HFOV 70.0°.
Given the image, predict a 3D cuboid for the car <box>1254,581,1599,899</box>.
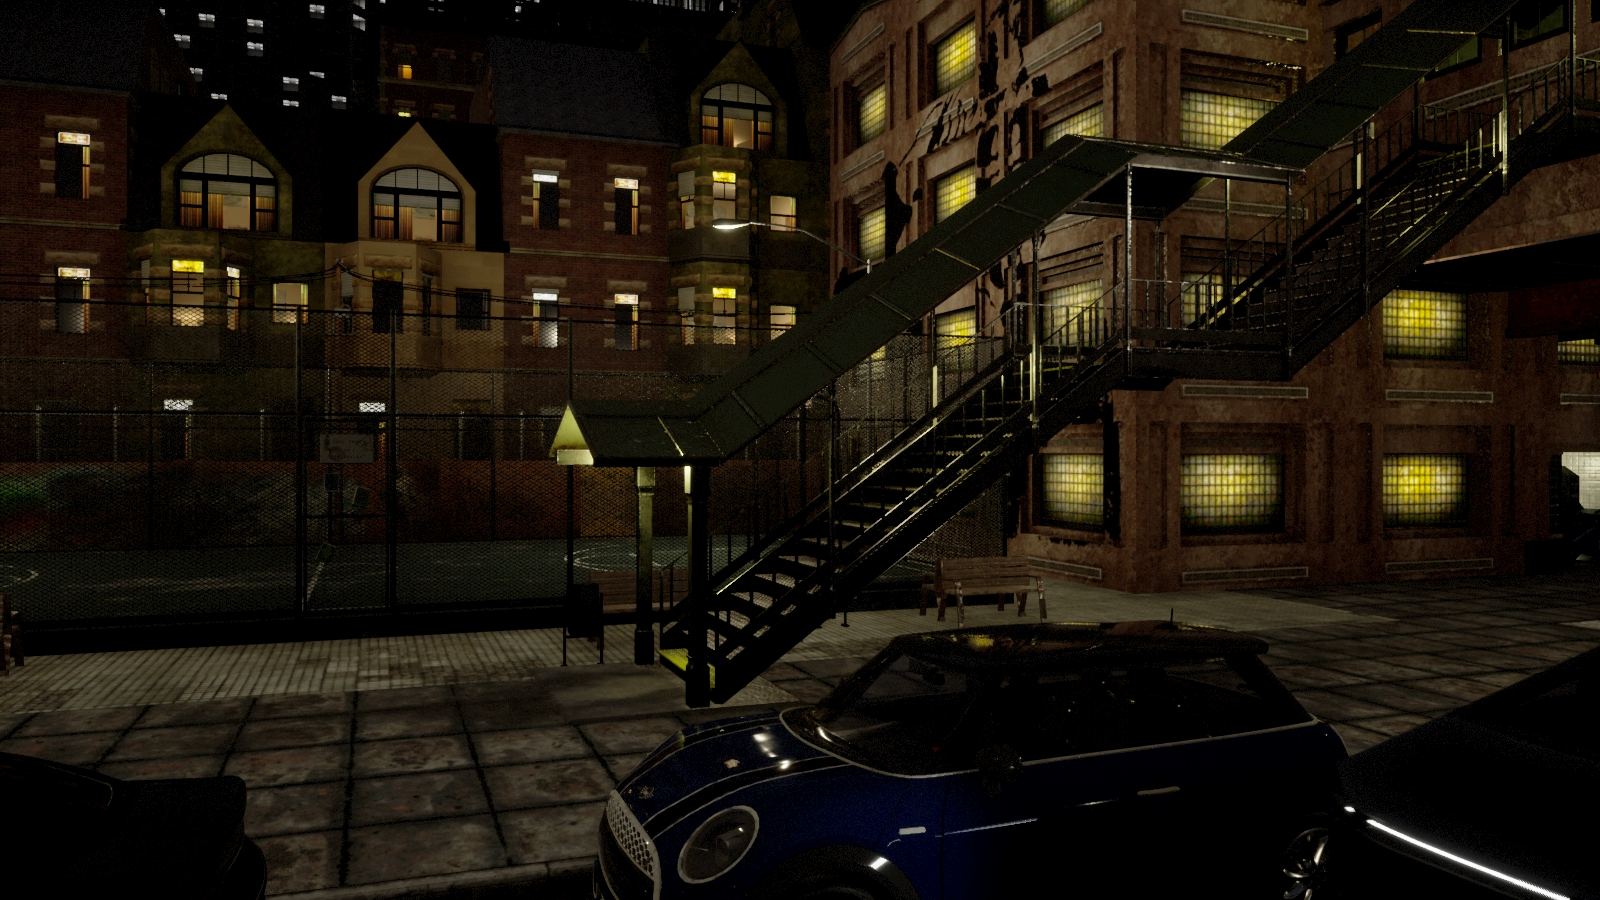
[{"bbox_3d":[5.479,1.754,5.292,6.274,2.098,2.390,0,0,-20],"label":"car"}]
